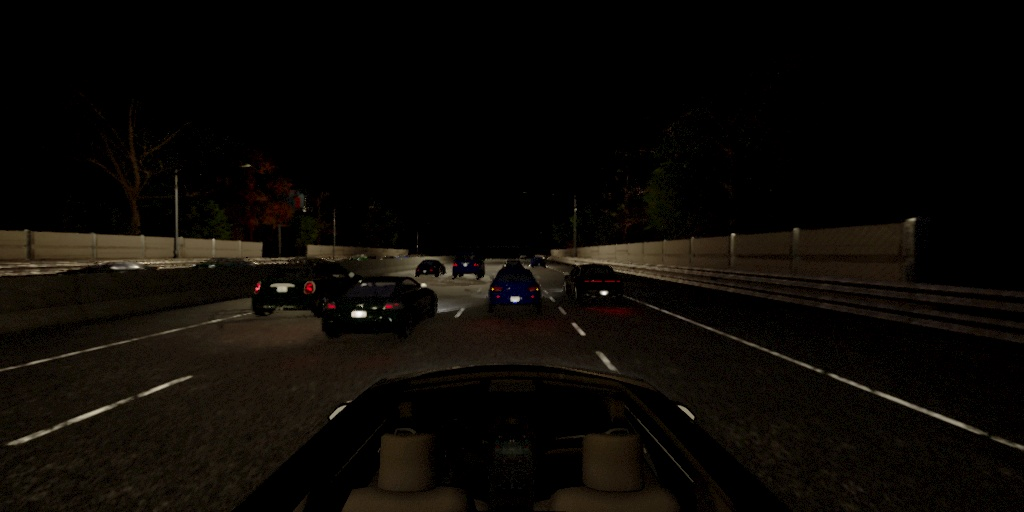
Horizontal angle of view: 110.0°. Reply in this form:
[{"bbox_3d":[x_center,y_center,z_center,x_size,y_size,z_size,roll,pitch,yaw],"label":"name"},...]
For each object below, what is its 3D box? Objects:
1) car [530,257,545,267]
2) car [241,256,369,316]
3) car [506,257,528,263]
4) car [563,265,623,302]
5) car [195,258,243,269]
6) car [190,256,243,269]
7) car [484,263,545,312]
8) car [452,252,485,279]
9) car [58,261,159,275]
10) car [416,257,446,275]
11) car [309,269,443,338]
[{"bbox_3d":[3.488,0.868,48.680,1.812,1.442,4.674,0,0,0],"label":"car"},{"bbox_3d":[-6.904,1.003,12.897,2.097,1.767,4.553,0,1,0],"label":"car"},{"bbox_3d":[0.096,1.064,30.260,1.994,1.385,4.181,0,0,0],"label":"car"},{"bbox_3d":[3.496,1.121,16.026,1.837,1.490,4.892,0,0,0],"label":"car"},{"bbox_3d":[-21.103,1.090,27.325,1.994,1.385,4.181,0,0,0],"label":"car"},{"bbox_3d":[-24.600,0.852,30.372,2.097,1.767,4.553,0,1,0],"label":"car"},{"bbox_3d":[0.097,1.171,13.562,1.812,1.442,4.674,0,1,0],"label":"car"},{"bbox_3d":[-3.407,0.734,28.784,2.150,2.045,5.566,0,0,0],"label":"car"},{"bbox_3d":[-28.105,1.091,25.318,2.033,1.411,5.357,0,0,0],"label":"car"},{"bbox_3d":[-6.906,1.022,30.653,1.812,1.442,4.674,0,0,0],"label":"car"},{"bbox_3d":[-3.400,1.241,9.969,1.994,1.385,4.181,0,1,0],"label":"car"}]
